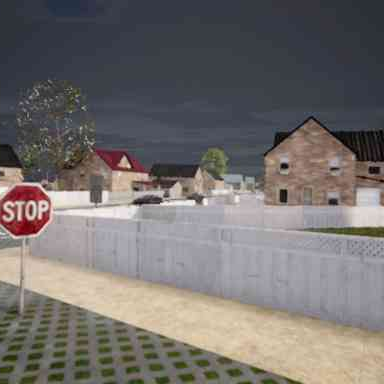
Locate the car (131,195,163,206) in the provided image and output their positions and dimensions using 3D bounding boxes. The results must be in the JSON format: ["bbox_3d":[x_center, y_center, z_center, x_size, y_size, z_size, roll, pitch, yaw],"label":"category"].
[{"bbox_3d":[-5.178,1.022,39.575,2.033,1.411,5.357,3,1,18],"label":"car"}]

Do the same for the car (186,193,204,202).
[{"bbox_3d":[0.631,0.913,56.728,2.033,1.411,5.357,3,1,18],"label":"car"}]
